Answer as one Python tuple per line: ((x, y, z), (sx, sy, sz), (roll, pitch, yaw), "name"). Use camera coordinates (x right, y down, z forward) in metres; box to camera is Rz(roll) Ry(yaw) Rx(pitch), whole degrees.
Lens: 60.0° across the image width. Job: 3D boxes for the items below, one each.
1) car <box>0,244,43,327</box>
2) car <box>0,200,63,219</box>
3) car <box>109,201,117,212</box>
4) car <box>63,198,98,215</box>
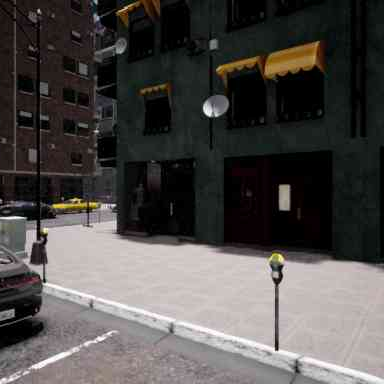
((-4.472, 1.551, 6.082), (4.403, 1.369, 2.008), (0, 0, 36), "car")
((-12.086, 1.369, 24.253), (1.994, 1.385, 4.181), (0, 1, 34), "car")
((-5.990, 1.149, 33.017), (2.128, 1.511, 4.902), (0, 1, 35), "car")
((-10.887, 1.249, 30.533), (1.752, 1.417, 4.829), (1, 1, 35), "car")
